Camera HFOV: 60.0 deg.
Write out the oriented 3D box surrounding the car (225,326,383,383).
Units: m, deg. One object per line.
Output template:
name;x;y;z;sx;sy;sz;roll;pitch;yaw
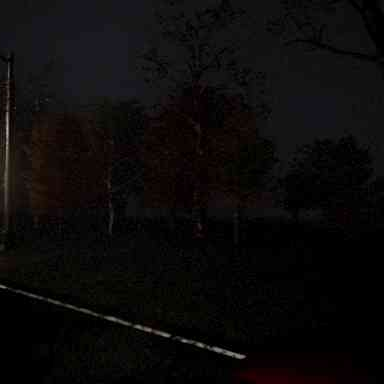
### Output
car;2.469;1.517;1.836;4.856;1.649;2.033;-2;-4;36
